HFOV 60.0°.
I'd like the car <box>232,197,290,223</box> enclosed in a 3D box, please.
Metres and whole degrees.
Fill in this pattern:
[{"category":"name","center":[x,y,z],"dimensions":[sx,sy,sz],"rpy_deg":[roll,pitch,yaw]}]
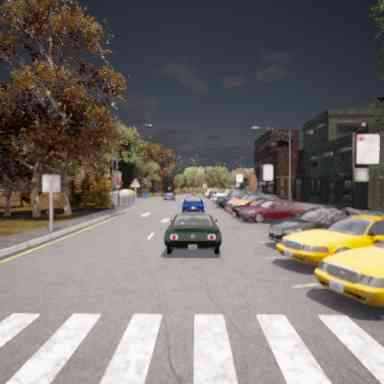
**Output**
[{"category":"car","center":[5.350,1.235,22.008],"dimensions":[4.674,1.452,2.002],"rpy_deg":[0,1,-20]}]

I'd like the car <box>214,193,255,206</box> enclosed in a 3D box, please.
[{"category":"car","center":[5.437,0.972,43.009],"dimensions":[4.792,1.488,2.163],"rpy_deg":[1,1,-20]}]

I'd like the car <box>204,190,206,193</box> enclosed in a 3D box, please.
[{"category":"car","center":[5.579,0.729,64.044],"dimensions":[5.008,1.535,2.097],"rpy_deg":[1,0,-20]}]

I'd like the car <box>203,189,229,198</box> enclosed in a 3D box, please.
[{"category":"car","center":[5.651,0.337,79.078],"dimensions":[5.566,2.045,2.435],"rpy_deg":[1,0,-20]}]

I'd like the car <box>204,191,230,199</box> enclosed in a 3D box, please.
[{"category":"car","center":[5.441,0.640,72.988],"dimensions":[5.366,1.575,1.946],"rpy_deg":[1,1,-20]}]

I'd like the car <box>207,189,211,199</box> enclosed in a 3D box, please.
[{"category":"car","center":[5.462,0.658,46.007],"dimensions":[5.566,2.045,2.435],"rpy_deg":[1,1,-20]}]

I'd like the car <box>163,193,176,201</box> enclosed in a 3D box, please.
[{"category":"car","center":[-3.895,0.829,57.762],"dimensions":[1.812,1.442,4.674],"rpy_deg":[0,1,0]}]

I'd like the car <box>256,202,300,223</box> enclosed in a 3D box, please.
[{"category":"car","center":[5.327,1.314,13.008],"dimensions":[4.892,1.521,2.231],"rpy_deg":[1,1,-20]}]

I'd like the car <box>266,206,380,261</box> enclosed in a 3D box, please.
[{"category":"car","center":[5.140,1.348,9.944],"dimensions":[5.366,1.575,1.946],"rpy_deg":[1,1,-20]}]

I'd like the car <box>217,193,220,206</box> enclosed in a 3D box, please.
[{"category":"car","center":[5.407,1.085,34.017],"dimensions":[4.674,1.452,2.002],"rpy_deg":[1,0,-20]}]

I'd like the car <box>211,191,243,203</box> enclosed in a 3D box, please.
[{"category":"car","center":[5.491,0.721,52.022],"dimensions":[4.553,1.767,2.185],"rpy_deg":[1,0,-20]}]

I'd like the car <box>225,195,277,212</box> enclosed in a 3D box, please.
[{"category":"car","center":[5.334,1.185,25.000],"dimensions":[4.792,1.488,2.163],"rpy_deg":[1,1,-20]}]

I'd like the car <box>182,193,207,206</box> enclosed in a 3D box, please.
[{"category":"car","center":[0.125,1.091,29.573],"dimensions":[1.882,1.535,5.008],"rpy_deg":[0,1,1]}]

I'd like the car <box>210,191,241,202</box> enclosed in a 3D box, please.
[{"category":"car","center":[5.509,0.691,55.024],"dimensions":[4.553,1.767,2.185],"rpy_deg":[1,0,-20]}]

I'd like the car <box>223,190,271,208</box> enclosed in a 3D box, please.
[{"category":"car","center":[5.409,0.993,28.017],"dimensions":[4.553,1.767,2.185],"rpy_deg":[1,1,-20]}]

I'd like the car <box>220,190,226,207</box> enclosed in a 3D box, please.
[{"category":"car","center":[5.426,0.956,31.018],"dimensions":[4.553,1.767,2.185],"rpy_deg":[1,1,-20]}]

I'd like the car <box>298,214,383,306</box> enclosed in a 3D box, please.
[{"category":"car","center":[5.137,1.388,6.943],"dimensions":[5.366,1.575,1.946],"rpy_deg":[1,1,-20]}]

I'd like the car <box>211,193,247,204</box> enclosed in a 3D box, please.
[{"category":"car","center":[5.478,0.907,49.010],"dimensions":[4.792,1.488,2.163],"rpy_deg":[1,1,-20]}]

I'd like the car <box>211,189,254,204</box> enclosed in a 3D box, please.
[{"category":"car","center":[5.418,0.759,36.991],"dimensions":[5.566,2.045,2.435],"rpy_deg":[1,1,-20]}]

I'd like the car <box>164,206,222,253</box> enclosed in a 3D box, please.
[{"category":"car","center":[0.058,1.431,12.785],"dimensions":[1.895,1.301,4.718],"rpy_deg":[0,1,1]}]

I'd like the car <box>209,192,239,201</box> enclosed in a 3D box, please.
[{"category":"car","center":[5.558,0.827,58.033],"dimensions":[4.674,1.452,2.002],"rpy_deg":[1,1,-20]}]
